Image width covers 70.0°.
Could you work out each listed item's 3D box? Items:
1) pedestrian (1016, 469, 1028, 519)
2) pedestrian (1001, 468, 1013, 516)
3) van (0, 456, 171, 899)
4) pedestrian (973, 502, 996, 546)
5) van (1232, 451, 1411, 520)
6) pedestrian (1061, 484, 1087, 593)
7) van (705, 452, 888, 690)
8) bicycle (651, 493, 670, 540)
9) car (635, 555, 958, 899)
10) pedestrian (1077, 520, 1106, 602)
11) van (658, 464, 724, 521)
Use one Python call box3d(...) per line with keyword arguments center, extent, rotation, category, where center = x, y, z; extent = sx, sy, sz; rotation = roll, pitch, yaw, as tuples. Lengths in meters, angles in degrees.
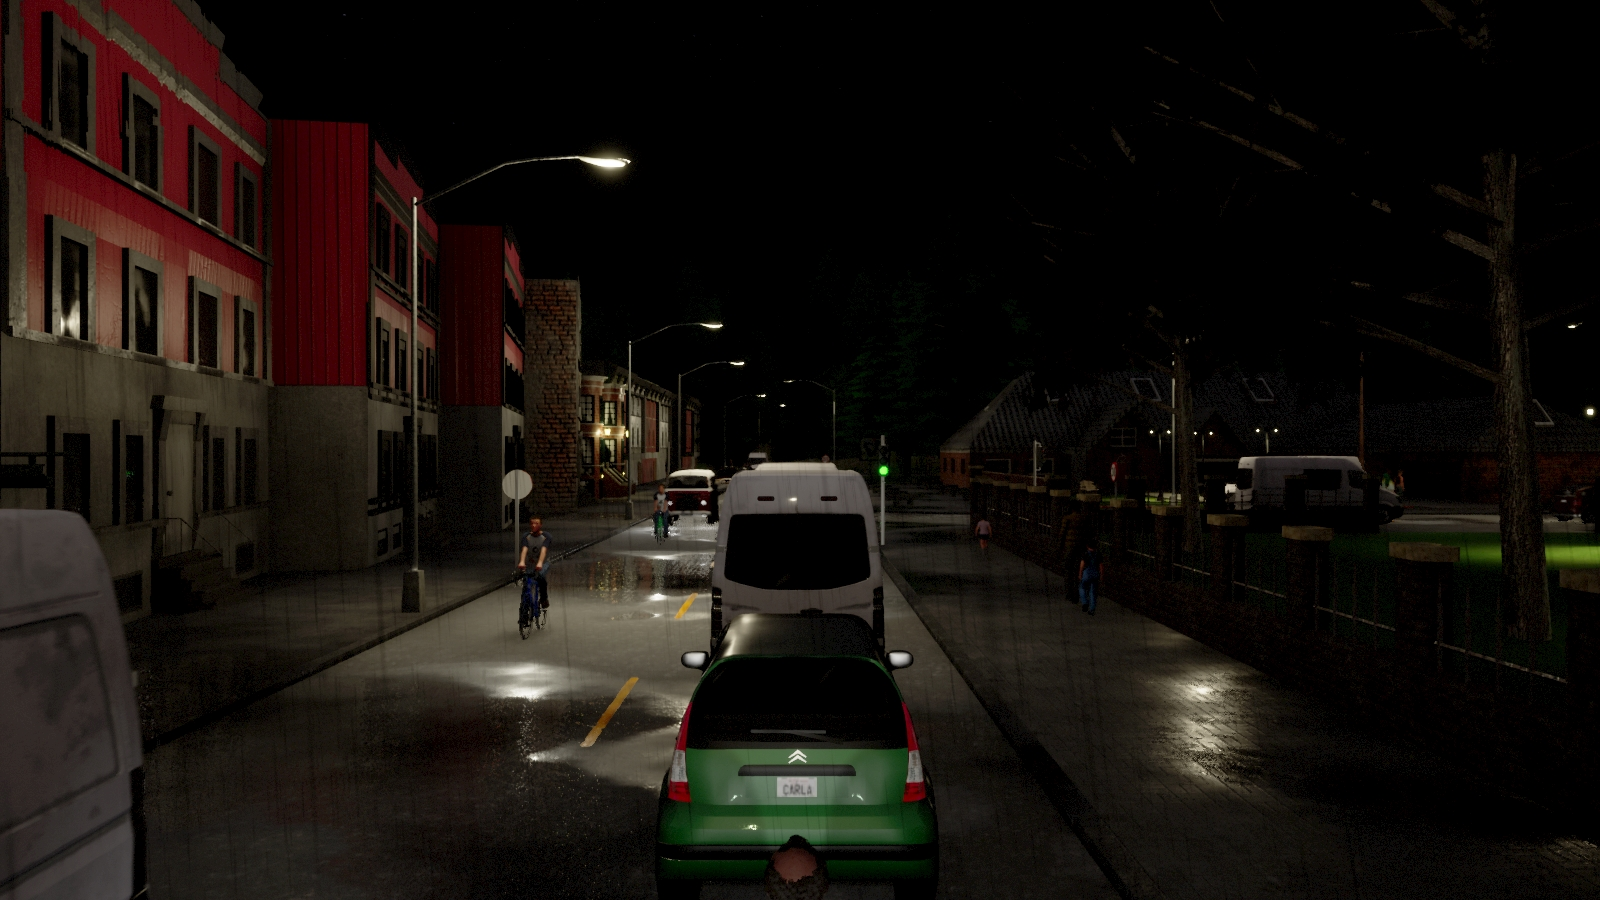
box3d(center=(8.280, 1.629, 42.630), extent=(0.375, 1.860, 0.375), rotation=(0, 0, -2), category="pedestrian")
box3d(center=(8.015, 1.629, 44.197), extent=(0.375, 1.860, 0.375), rotation=(0, 0, -5), category="pedestrian")
box3d(center=(-4.019, 1.314, 2.550), extent=(1.988, 2.561, 5.915), rotation=(0, 0, 0), category="van")
box3d(center=(4.740, 1.904, 29.372), extent=(0.500, 1.100, 0.500), rotation=(0, 0, 0), category="pedestrian")
box3d(center=(19.795, 1.315, 43.541), extent=(5.915, 2.561, 1.988), rotation=(0, 0, 1), category="van")
box3d(center=(4.760, 1.525, 19.863), extent=(0.375, 1.860, 0.375), rotation=(0, 0, 1), category="pedestrian")
box3d(center=(-0.048, 1.314, 15.317), extent=(1.988, 2.561, 5.915), rotation=(0, 0, 0), category="van")
box3d(center=(-4.078, 1.936, 33.515), extent=(0.373, 1.296, 1.643), rotation=(0, 0, 0), category="bicycle")
box3d(center=(-0.023, 1.779, 8.527), extent=(1.851, 1.617, 3.988), rotation=(0, 0, 0), category="car")
box3d(center=(4.767, 1.805, 18.698), extent=(0.375, 1.300, 0.375), rotation=(0, 0, 0), category="pedestrian")
box3d(center=(-4.101, 1.564, 43.642), extent=(2.069, 2.038, 4.480), rotation=(0, 0, 0), category="van")
